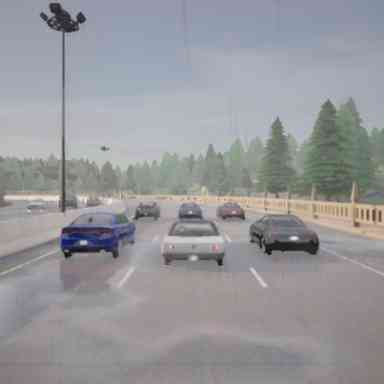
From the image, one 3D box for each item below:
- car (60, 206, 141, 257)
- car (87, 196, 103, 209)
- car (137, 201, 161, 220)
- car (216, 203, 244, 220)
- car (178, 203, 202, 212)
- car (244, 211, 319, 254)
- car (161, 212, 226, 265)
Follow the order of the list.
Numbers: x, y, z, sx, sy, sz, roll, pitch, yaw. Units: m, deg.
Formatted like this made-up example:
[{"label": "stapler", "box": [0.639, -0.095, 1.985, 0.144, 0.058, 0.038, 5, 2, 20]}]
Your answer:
[{"label": "car", "box": [-3.428, 1.498, 13.014, 1.882, 1.535, 5.008, 0, -1, 0]}, {"label": "car", "box": [-14.149, 1.425, 48.487, 2.097, 1.767, 4.553, 0, 0, -16]}, {"label": "car", "box": [-3.694, 1.536, 28.231, 2.128, 1.511, 4.902, 0, 0, -3]}, {"label": "car", "box": [3.274, 1.608, 28.820, 1.994, 1.385, 4.181, 0, 0, -3]}, {"label": "car", "box": [-0.224, 1.608, 28.793, 1.994, 1.385, 4.181, 0, 0, -3]}, {"label": "car", "box": [3.575, 1.585, 13.575, 1.994, 1.385, 4.181, 0, 0, 0]}, {"label": "car", "box": [0.064, 1.619, 11.792, 1.895, 1.301, 4.718, 0, 0, 0]}]
